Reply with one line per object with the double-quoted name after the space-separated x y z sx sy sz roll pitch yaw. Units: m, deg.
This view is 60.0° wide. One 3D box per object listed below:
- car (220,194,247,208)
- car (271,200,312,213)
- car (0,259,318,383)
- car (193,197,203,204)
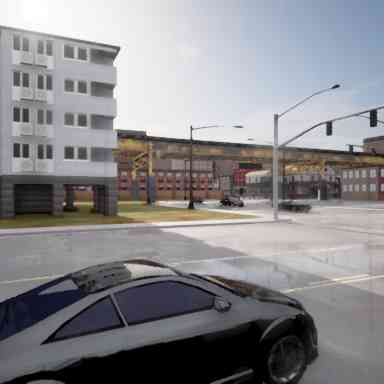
5.786 1.505 48.595 1.837 1.490 4.892 0 0 -25 "car"
11.122 1.601 37.321 1.895 1.301 4.718 0 0 -26 "car"
-0.474 1.563 4.021 4.181 1.385 1.994 0 0 -30 "car"
0.900 1.547 62.148 2.033 1.411 5.357 0 0 -5 "car"
